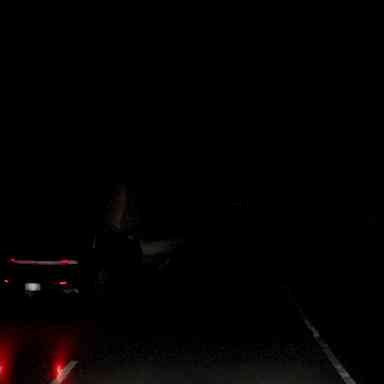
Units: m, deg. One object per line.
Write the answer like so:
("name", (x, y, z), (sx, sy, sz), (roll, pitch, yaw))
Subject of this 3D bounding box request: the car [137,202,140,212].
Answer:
("car", (-8.052, 1.864, 42.548), (1.837, 1.490, 4.892), (0, -1, 10))

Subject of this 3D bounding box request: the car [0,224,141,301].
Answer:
("car", (-2.685, 1.560, 8.565), (2.128, 1.511, 4.902), (0, -1, 6))

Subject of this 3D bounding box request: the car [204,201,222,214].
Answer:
("car", (2.643, 1.873, 41.689), (1.882, 1.535, 5.008), (0, -1, 10))

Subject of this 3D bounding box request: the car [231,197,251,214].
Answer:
("car", (5.997, 1.621, 40.526), (2.150, 2.045, 5.566), (0, 0, 10))
